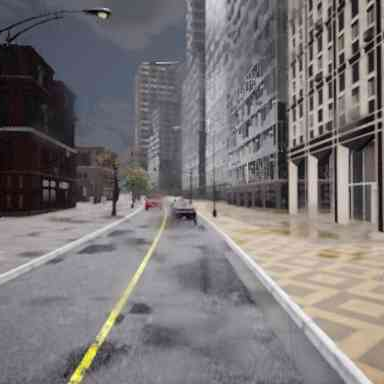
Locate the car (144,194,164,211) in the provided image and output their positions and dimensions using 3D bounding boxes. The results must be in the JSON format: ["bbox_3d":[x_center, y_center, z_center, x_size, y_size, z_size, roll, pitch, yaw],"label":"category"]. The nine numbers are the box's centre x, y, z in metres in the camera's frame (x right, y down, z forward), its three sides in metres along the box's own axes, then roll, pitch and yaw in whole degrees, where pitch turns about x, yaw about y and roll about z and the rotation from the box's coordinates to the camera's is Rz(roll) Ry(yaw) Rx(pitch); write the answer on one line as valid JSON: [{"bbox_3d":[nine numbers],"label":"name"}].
[{"bbox_3d":[-4.756,1.272,41.899,2.150,2.045,5.566,0,0,-5],"label":"car"}]

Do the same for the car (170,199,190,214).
[{"bbox_3d":[-1.459,1.596,37.366,2.033,1.411,5.357,0,0,-4],"label":"car"}]

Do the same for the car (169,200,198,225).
[{"bbox_3d":[-0.628,1.524,24.640,2.128,1.511,4.902,0,0,-3],"label":"car"}]
